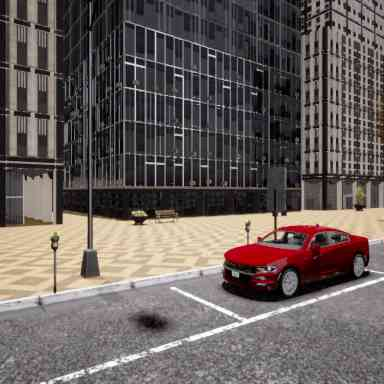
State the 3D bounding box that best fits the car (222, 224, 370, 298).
[{"bbox_3d":[2.774,1.545,8.528,4.507,1.381,1.887,0,0,-35],"label":"car"}]
